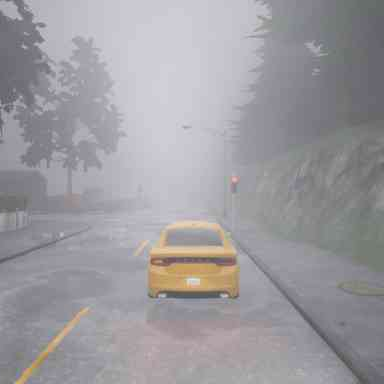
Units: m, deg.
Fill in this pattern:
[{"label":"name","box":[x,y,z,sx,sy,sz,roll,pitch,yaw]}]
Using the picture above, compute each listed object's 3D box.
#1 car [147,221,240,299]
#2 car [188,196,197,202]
[{"label":"car","box":[0.049,1.478,8.528,1.882,1.535,5.008,0,0,1]},{"label":"car","box":[0.012,1.508,71.061,1.895,1.301,4.718,0,0,0]}]
